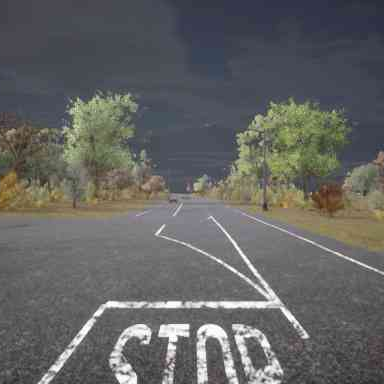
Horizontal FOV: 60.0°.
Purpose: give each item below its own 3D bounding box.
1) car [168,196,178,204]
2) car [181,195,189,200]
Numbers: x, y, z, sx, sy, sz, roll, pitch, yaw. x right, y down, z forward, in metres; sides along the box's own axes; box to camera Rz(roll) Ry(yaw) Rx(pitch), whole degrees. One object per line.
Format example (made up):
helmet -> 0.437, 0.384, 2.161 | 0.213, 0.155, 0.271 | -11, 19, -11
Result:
car -> -3.666, 1.574, 65.081 | 2.033, 1.411, 5.357 | 0, 0, 0
car -> -1.882, 1.587, 92.137 | 2.033, 1.411, 5.357 | 0, 0, 6
